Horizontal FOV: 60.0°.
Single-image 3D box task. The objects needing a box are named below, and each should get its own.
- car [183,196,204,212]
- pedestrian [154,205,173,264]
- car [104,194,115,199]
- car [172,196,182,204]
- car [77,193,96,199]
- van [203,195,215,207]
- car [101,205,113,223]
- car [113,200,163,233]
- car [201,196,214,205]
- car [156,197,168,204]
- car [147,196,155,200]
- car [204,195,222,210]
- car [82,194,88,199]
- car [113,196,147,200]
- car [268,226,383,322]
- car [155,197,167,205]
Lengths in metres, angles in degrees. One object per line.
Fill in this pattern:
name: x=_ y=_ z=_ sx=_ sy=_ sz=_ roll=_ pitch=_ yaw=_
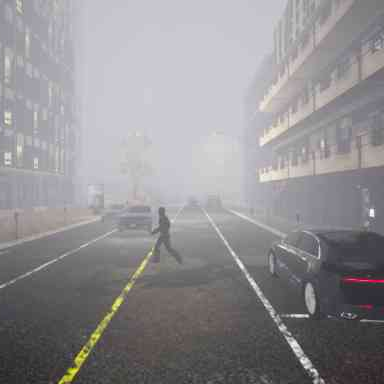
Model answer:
car: x=0.095 y=1.529 z=38.310 sx=1.812 sy=1.442 sz=4.674 roll=0 pitch=-1 yaw=-1
pedestrian: x=-0.868 y=1.293 z=10.179 sx=0.375 sy=1.860 sz=0.375 roll=0 pitch=0 yaw=-1
car: x=-22.035 y=1.150 z=87.104 sx=4.829 sy=1.417 sz=1.752 roll=1 pitch=-1 yaw=-1
car: x=-3.003 y=1.513 z=65.759 sx=2.128 sy=1.511 sz=4.902 roll=0 pitch=0 yaw=0
car: x=-27.480 y=1.089 z=86.954 sx=4.313 sy=1.339 sz=1.947 roll=1 pitch=-1 yaw=-1
van: x=2.686 y=1.348 z=53.200 sx=1.690 sy=1.788 sz=3.998 roll=0 pitch=0 yaw=0
car: x=-5.693 y=1.582 z=25.443 sx=1.802 sy=1.307 sz=4.206 roll=0 pitch=0 yaw=0
car: x=-3.100 y=1.477 z=19.995 sx=1.882 sy=1.535 sz=5.008 roll=0 pitch=0 yaw=0
car: x=2.685 y=1.449 z=58.750 sx=1.967 sy=1.590 sz=4.097 roll=0 pitch=0 yaw=0
car: x=-5.695 y=1.577 z=63.995 sx=1.947 sy=1.339 sz=4.313 roll=0 pitch=0 yaw=0
car: x=-5.694 y=1.317 z=36.545 sx=2.192 sy=1.841 sz=5.009 roll=0 pitch=0 yaw=0
car: x=2.686 y=1.318 z=42.097 sx=2.192 sy=1.841 sz=5.009 roll=0 pitch=0 yaw=0
car: x=-27.372 y=0.860 z=78.578 sx=5.009 sy=1.841 sz=2.192 roll=1 pitch=-1 yaw=-1
car: x=-5.694 y=1.441 z=30.994 sx=1.967 sy=1.590 sz=4.097 roll=0 pitch=0 yaw=0
car: x=3.000 y=1.505 z=7.303 sx=1.837 sy=1.490 sz=4.892 roll=0 pitch=0 yaw=0
car: x=-5.694 y=1.575 z=58.749 sx=1.947 sy=1.339 sz=4.313 roll=0 pitch=0 yaw=0
